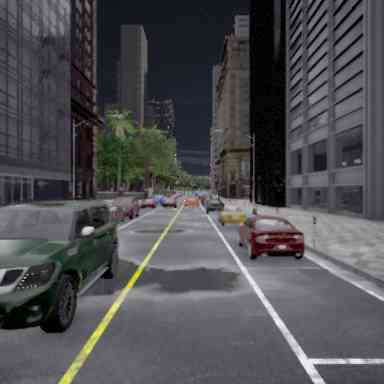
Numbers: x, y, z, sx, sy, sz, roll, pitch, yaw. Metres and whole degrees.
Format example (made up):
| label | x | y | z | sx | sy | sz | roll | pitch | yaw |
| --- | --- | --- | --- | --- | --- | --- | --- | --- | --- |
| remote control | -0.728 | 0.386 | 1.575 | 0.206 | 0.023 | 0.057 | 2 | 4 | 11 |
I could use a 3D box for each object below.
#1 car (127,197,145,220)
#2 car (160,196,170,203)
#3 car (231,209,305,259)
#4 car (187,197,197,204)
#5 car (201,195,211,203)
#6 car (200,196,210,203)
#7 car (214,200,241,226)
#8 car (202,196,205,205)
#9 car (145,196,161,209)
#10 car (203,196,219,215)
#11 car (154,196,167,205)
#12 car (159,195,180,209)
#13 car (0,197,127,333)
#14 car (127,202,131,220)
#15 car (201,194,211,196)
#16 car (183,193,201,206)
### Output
| label | x | y | z | sx | sy | sz | roll | pitch | yaw |
| --- | --- | --- | --- | --- | --- | --- | --- | --- | --- |
| car | -5.762 | 1.325 | 28.691 | 2.192 | 1.841 | 5.009 | 0 | 0 | 0 |
| car | -5.754 | 1.628 | 72.100 | 1.802 | 1.307 | 4.206 | 0 | 0 | 0 |
| car | 2.762 | 1.547 | 12.404 | 1.887 | 1.381 | 4.507 | 0 | 0 | 0 |
| car | 0.011 | 1.655 | 65.496 | 1.895 | 1.301 | 4.718 | 0 | 0 | 0 |
| car | 2.767 | 1.579 | 50.379 | 2.008 | 1.369 | 4.403 | 0 | 0 | 0 |
| car | 2.771 | 1.612 | 72.080 | 1.947 | 1.339 | 4.313 | 0 | 0 | 0 |
| car | 2.763 | 1.532 | 23.425 | 1.752 | 1.417 | 4.829 | 0 | 0 | 0 |
| car | 2.765 | 1.568 | 44.955 | 1.887 | 1.381 | 4.507 | 0 | 0 | 0 |
| car | -5.759 | 1.568 | 44.968 | 1.887 | 1.381 | 4.507 | 0 | 0 | 0 |
| car | 2.360 | 1.518 | 34.380 | 1.837 | 1.490 | 4.892 | 0 | 0 | 0 |
| car | -5.757 | 1.479 | 61.247 | 1.967 | 1.590 | 4.097 | 0 | 0 | 0 |
| car | -3.066 | 1.502 | 46.216 | 1.882 | 1.535 | 5.008 | 0 | 0 | 0 |
| car | -3.086 | 1.225 | 7.159 | 2.150 | 2.045 | 5.566 | 0 | 0 | 0 |
| car | -5.762 | 1.589 | 23.265 | 1.802 | 1.307 | 4.206 | 0 | 0 | 0 |
| car | 2.768 | 1.559 | 55.975 | 1.752 | 1.417 | 4.829 | 0 | 0 | 0 |
| car | 0.014 | 1.384 | 53.760 | 2.097 | 1.767 | 4.553 | 0 | 0 | 0 |
